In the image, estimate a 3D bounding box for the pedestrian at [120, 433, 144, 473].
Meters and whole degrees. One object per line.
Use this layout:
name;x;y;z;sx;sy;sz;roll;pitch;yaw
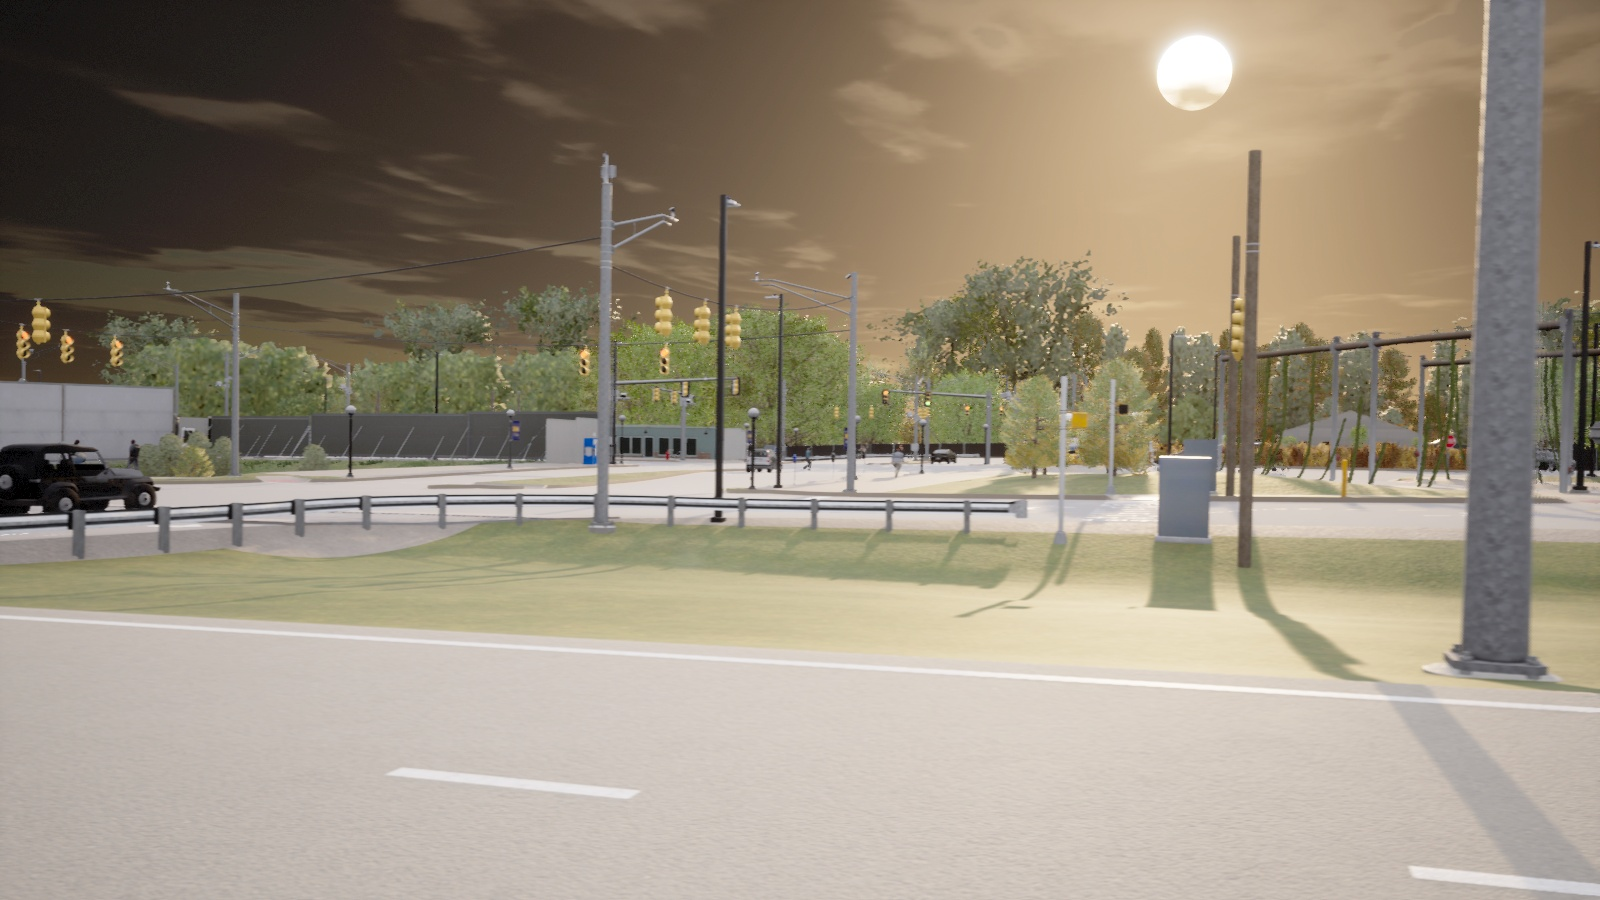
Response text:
pedestrian;-32.387;0.136;60.905;0.849;1.883;0.563;2;1;18

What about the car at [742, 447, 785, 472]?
car;-2.462;0.675;86.051;1.851;1.617;3.988;1;0;14

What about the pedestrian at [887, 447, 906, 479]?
pedestrian;5.726;0.789;74.649;0.874;1.855;0.900;2;1;18

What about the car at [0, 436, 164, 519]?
car;-18.119;0.619;31.213;1.905;1.878;3.866;1;1;19
